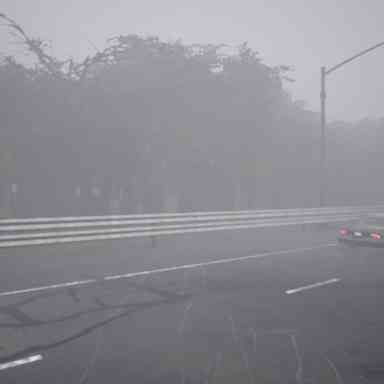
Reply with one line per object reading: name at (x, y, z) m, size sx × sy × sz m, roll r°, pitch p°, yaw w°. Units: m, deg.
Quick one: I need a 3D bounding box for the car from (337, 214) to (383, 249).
car at (8.282, 1.627, 13.975) m, size 5.357 × 1.411 × 2.033 m, roll 0°, pitch 0°, yaw -36°
